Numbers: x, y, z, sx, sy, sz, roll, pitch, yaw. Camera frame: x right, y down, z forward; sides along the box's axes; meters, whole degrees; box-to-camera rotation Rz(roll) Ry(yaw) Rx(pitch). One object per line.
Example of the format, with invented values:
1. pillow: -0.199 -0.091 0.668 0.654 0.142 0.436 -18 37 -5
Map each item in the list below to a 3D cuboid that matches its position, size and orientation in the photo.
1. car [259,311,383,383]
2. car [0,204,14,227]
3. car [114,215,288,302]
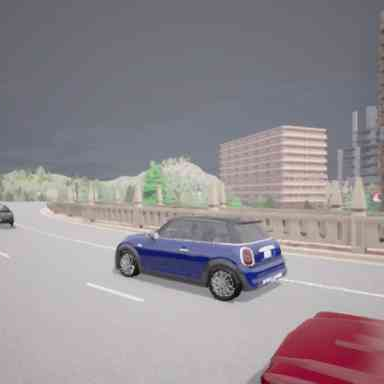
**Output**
1. car: 2.801 1.615 2.078 4.718 1.301 1.895 0 0 35
2. car: -13.385 1.567 22.470 2.128 1.511 4.902 0 0 -38
3. car: 0.022 1.390 8.674 4.553 1.767 2.097 0 0 39
